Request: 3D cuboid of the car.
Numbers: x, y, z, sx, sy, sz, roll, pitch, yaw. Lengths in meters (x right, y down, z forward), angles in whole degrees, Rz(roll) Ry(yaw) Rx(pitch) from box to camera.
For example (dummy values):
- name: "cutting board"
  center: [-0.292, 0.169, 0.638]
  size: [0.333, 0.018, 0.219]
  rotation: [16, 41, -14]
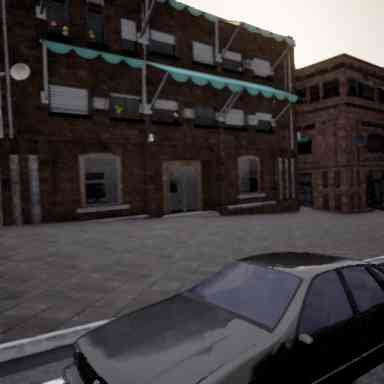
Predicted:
- name: "car"
  center: [1.282, 1.562, 4.349]
  size: [5.357, 1.411, 2.033]
  rotation: [0, 0, -36]
